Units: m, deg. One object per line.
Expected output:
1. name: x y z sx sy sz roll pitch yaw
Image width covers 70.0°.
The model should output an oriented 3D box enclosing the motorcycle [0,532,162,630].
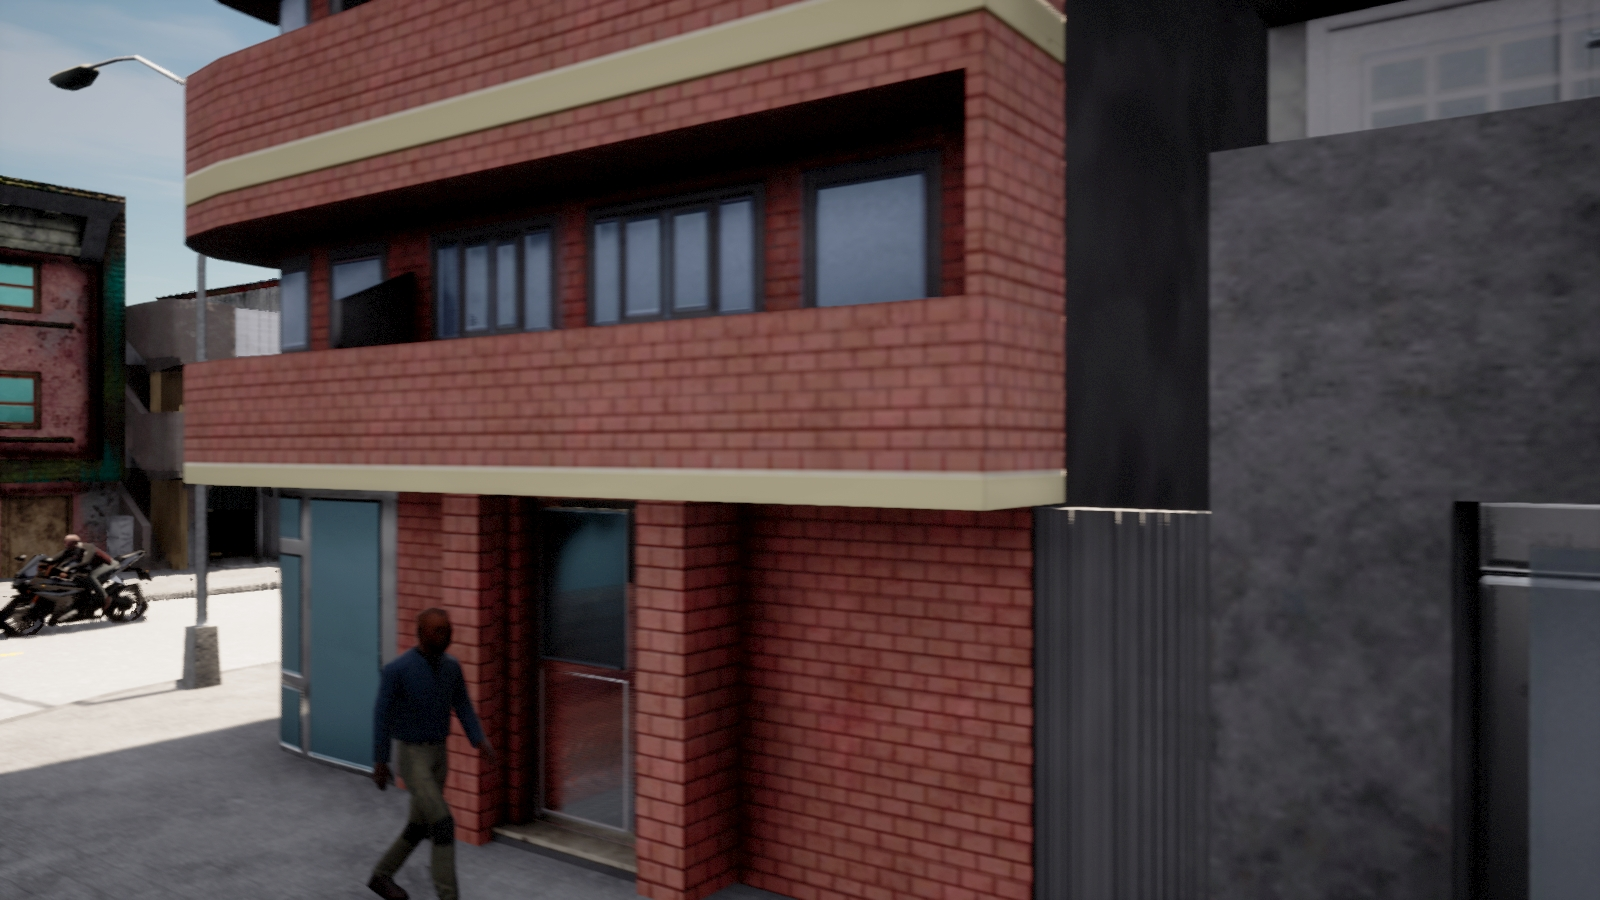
1. motorcycle: -11.284 1.985 17.800 0.867 1.251 2.209 1 0 29

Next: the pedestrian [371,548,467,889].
1. pedestrian: -2.214 1.524 6.643 0.375 1.860 0.375 0 0 30
